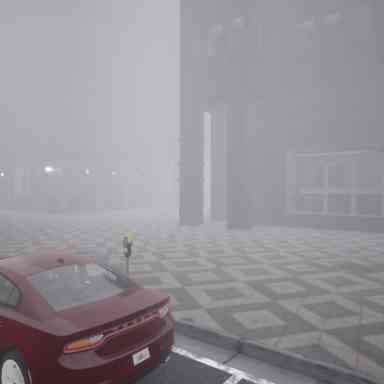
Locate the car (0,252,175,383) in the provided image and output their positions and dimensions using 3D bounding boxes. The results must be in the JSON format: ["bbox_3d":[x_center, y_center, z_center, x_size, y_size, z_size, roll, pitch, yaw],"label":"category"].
[{"bbox_3d":[-2.293,1.544,4.759,4.507,1.381,1.887,0,0,37],"label":"car"}]
